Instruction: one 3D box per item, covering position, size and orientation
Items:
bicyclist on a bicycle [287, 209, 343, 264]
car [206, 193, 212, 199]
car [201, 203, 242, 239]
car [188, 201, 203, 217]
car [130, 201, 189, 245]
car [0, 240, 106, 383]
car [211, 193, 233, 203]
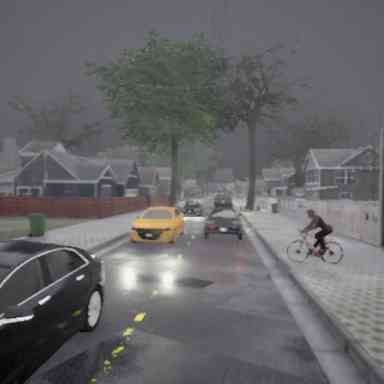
[{"bbox_3d":[3.673,1.341,9.913,1.656,1.620,0.582,2,0,5],"label":"bicyclist on a bicycle"},{"bbox_3d":[4.569,1.093,79.134,1.837,1.490,4.892,1,0,5],"label":"car"},{"bbox_3d":[1.634,1.533,17.391,1.812,1.442,4.674,1,0,5],"label":"car"},{"bbox_3d":[-0.004,1.537,31.193,1.994,1.385,4.181,1,0,6],"label":"car"},{"bbox_3d":[-1.476,1.443,15.773,1.882,1.535,5.008,1,0,5],"label":"car"},{"bbox_3d":[-2.587,1.463,4.043,1.837,1.490,4.892,1,0,6],"label":"car"},{"bbox_3d":[3.804,1.240,40.679,2.150,2.045,5.566,1,0,6],"label":"car"}]
